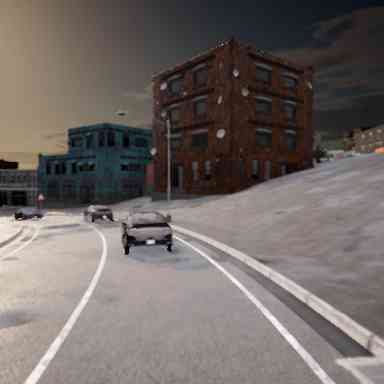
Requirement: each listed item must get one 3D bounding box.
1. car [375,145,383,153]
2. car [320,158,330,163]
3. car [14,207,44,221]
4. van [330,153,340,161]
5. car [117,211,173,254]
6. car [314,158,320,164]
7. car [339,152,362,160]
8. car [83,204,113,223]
[{"bbox_3d":[25.788,-5.463,43.402,2.185,1.767,4.553,0,2,4],"label":"car"},{"bbox_3d":[27.403,-5.874,65.397,2.002,1.452,4.674,0,1,4],"label":"car"},{"bbox_3d":[-18.492,2.451,37.480,2.033,1.411,5.357,-2,-1,-42],"label":"car"},{"bbox_3d":[26.988,-6.000,59.764,1.878,1.987,4.442,0,1,4],"label":"van"},{"bbox_3d":[-2.022,1.551,13.950,2.128,1.511,4.902,-1,0,-14],"label":"car"},{"bbox_3d":[27.803,-6.295,70.861,2.435,2.045,5.566,0,1,4],"label":"car"},{"bbox_3d":[26.594,-5.634,54.389,2.231,1.521,4.892,0,2,4],"label":"car"},{"bbox_3d":[-8.444,1.879,29.730,1.837,1.490,4.892,-1,-1,-29],"label":"car"}]
